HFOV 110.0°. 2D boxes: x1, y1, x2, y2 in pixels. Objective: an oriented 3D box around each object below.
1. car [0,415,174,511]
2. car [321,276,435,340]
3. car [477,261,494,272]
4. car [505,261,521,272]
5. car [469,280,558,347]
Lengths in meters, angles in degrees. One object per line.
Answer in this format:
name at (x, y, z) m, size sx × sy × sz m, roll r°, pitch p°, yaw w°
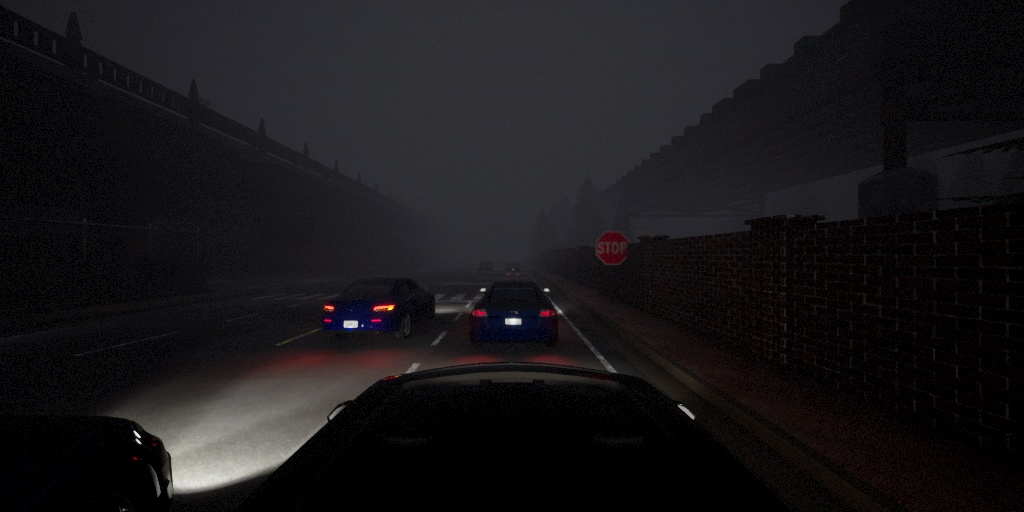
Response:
car at (-3.399, 1.314, 0.784) m, size 1.994 × 1.385 × 4.181 m, roll 0°, pitch 0°, yaw 0°
car at (-3.412, 1.276, 9.880) m, size 1.812 × 1.442 × 4.674 m, roll 0°, pitch 0°, yaw 0°
car at (-3.393, 1.297, 45.999) m, size 2.033 × 1.411 × 5.357 m, roll 0°, pitch 0°, yaw -1°
car at (0.102, 1.351, 46.168) m, size 1.895 × 1.301 × 4.718 m, roll 0°, pitch 0°, yaw -1°
car at (0.069, 1.314, 9.357) m, size 1.994 × 1.385 × 4.181 m, roll 0°, pitch 0°, yaw 1°
